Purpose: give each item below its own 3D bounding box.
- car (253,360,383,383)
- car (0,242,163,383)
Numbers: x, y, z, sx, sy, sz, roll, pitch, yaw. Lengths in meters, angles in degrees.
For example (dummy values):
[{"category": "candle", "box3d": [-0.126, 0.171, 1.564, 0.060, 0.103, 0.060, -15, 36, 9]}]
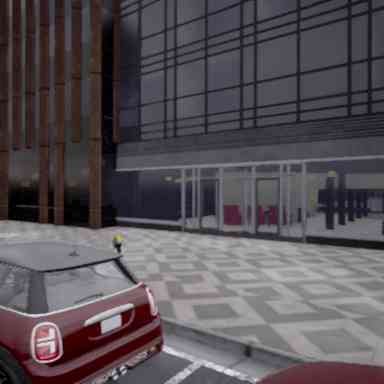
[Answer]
[{"category": "car", "box3d": [2.142, 1.582, 1.433, 4.206, 1.307, 1.802, 0, 0, 35]}, {"category": "car", "box3d": [-2.447, 1.438, 4.704, 4.097, 1.590, 1.967, 0, 0, 35]}]
